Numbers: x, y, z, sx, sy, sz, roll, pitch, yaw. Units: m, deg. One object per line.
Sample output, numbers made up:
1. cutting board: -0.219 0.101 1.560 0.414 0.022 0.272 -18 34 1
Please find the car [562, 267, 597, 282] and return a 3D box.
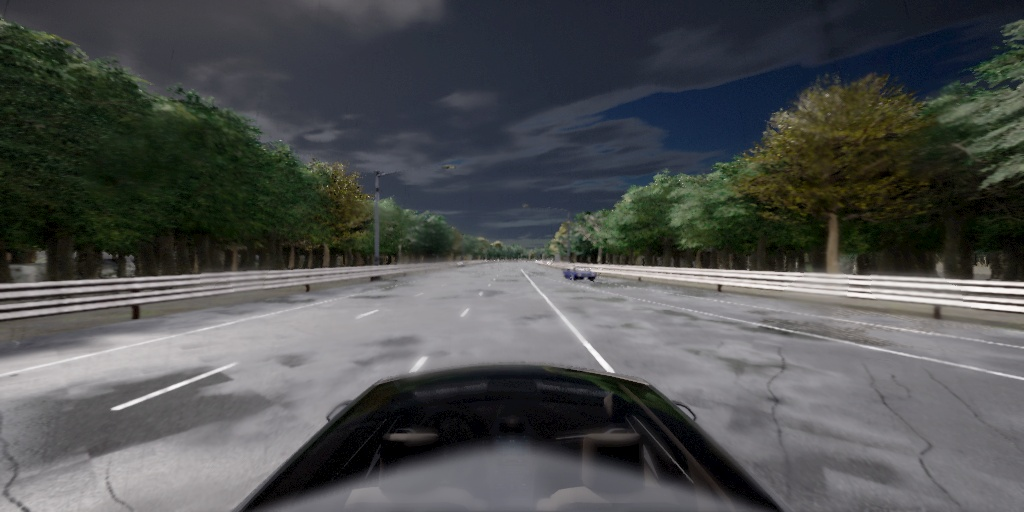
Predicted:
1. car: 6.042 1.652 32.785 1.895 1.301 4.718 0 0 -7
